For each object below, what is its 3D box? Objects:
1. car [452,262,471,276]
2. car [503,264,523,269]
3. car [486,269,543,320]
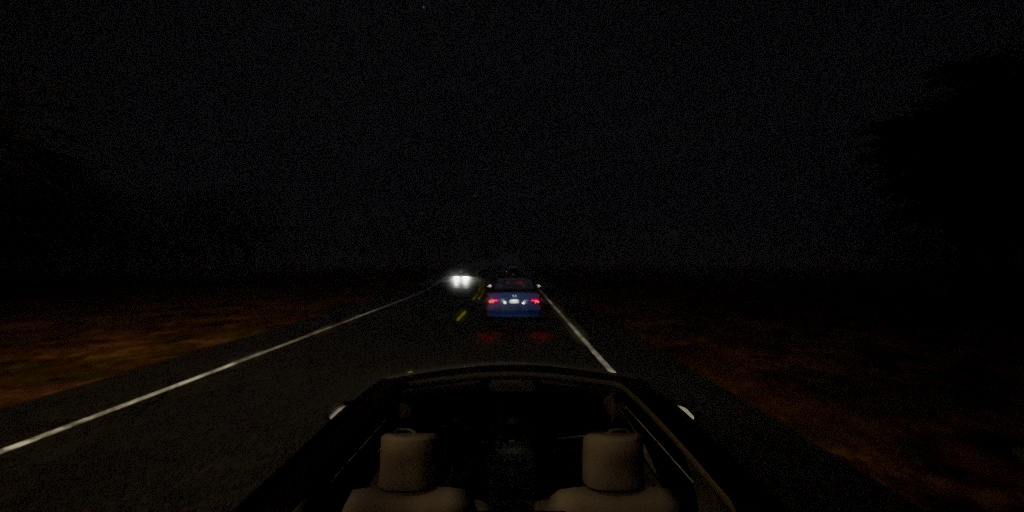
[{"bbox_3d":[-5.894,1.510,42.184,2.128,1.511,4.902,0,0,-6],"label":"car"},{"bbox_3d":[0.093,1.504,34.384,1.812,1.442,4.674,0,0,0],"label":"car"},{"bbox_3d":[0.081,1.377,12.907,2.033,1.411,5.357,0,0,0],"label":"car"}]
